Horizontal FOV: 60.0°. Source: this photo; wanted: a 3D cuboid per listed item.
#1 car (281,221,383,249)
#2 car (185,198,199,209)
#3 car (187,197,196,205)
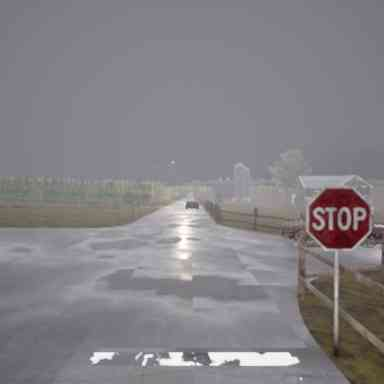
[{"bbox_3d":[7.113,1.878,16.899,5.008,1.535,1.882,3,1,8],"label":"car"},{"bbox_3d":[0.040,1.789,49.970,1.882,1.535,5.008,0,0,0],"label":"car"},{"bbox_3d":[-0.071,1.927,71.599,1.882,1.535,5.008,0,0,0],"label":"car"}]
